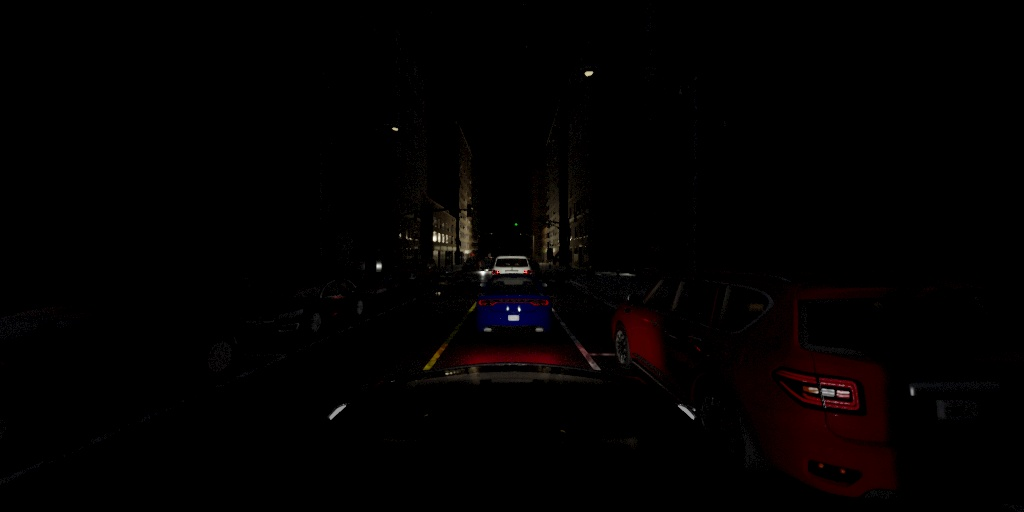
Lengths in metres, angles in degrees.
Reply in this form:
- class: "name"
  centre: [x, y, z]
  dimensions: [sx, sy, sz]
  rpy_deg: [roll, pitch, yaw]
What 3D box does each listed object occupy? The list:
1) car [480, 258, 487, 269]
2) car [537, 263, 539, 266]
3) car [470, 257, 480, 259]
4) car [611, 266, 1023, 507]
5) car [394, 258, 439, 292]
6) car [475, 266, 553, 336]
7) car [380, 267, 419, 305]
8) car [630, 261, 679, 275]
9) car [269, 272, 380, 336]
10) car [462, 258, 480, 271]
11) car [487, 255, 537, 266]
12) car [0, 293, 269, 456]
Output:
- class: "car"
  centre: [-3.145, 1.292, 48.937]
  dimensions: [1.812, 1.442, 4.674]
  rpy_deg: [0, 0, -3]
- class: "car"
  centre: [2.813, 1.348, 48.432]
  dimensions: [1.802, 1.307, 4.207]
  rpy_deg: [0, 0, 0]
- class: "car"
  centre: [-5.717, 1.087, 53.961]
  dimensions: [2.192, 1.841, 5.009]
  rpy_deg: [0, 0, 0]
- class: "car"
  centre: [2.855, 1.064, 4.680]
  dimensions: [2.192, 1.841, 5.009]
  rpy_deg: [0, 0, 0]
- class: "car"
  centre: [-5.686, 1.063, 21.397]
  dimensions: [2.192, 1.841, 5.009]
  rpy_deg: [0, 0, 0]
- class: "car"
  centre: [0.045, 1.226, 10.455]
  dimensions: [1.882, 1.535, 5.008]
  rpy_deg: [0, 0, 0]
- class: "car"
  centre: [-5.680, 1.330, 15.814]
  dimensions: [1.802, 1.307, 4.207]
  rpy_deg: [0, 0, 0]
- class: "car"
  centre: [14.649, 1.197, 37.006]
  dimensions: [4.181, 1.385, 1.994]
  rpy_deg: [0, 1, 0]
- class: "car"
  centre: [-5.675, 1.298, 10.231]
  dimensions: [2.007, 1.370, 4.403]
  rpy_deg: [0, 0, 0]
- class: "car"
  centre: [-5.712, 1.348, 48.396]
  dimensions: [1.802, 1.307, 4.207]
  rpy_deg: [0, 0, 0]
- class: "car"
  centre: [-0.012, 0.970, 20.117]
  dimensions: [2.150, 2.045, 5.566]
  rpy_deg: [0, 0, 0]
- class: "car"
  centre: [-5.670, 1.294, 4.649]
  dimensions: [1.888, 1.381, 4.507]
  rpy_deg: [0, 0, 0]
